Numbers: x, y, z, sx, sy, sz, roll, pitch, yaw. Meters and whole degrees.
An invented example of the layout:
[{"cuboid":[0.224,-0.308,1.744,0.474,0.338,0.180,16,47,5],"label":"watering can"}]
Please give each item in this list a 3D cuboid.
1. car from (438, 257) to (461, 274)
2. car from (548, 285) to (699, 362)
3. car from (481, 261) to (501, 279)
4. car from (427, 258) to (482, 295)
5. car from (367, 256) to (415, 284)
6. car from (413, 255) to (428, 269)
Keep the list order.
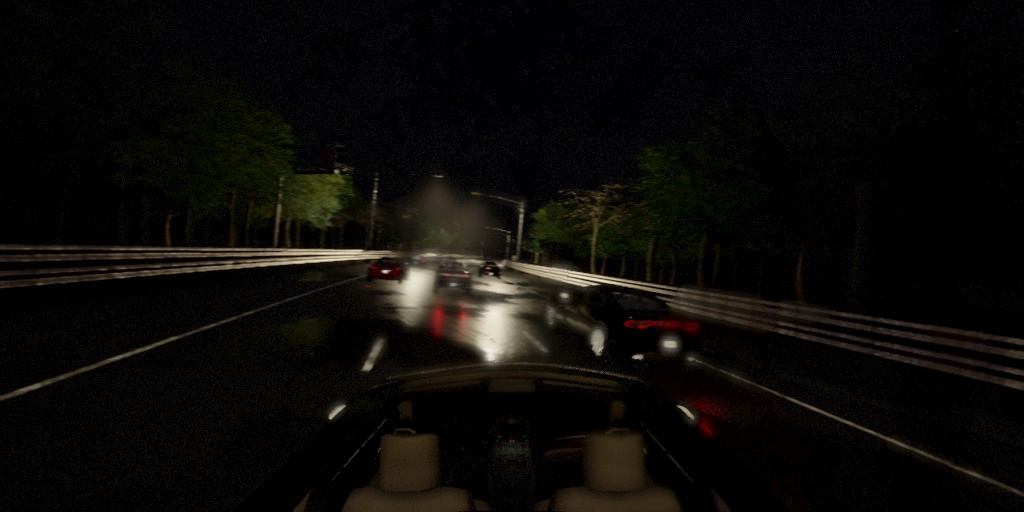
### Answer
[{"cuboid":[-6.307,0.928,36.674,2.033,1.411,5.357,5,0,-9],"label":"car"},{"cuboid":[2.452,1.483,9.197,1.882,1.535,5.008,5,0,-13],"label":"car"},{"cuboid":[-2.160,1.232,32.899,1.837,1.490,4.892,5,0,-9],"label":"car"},{"cuboid":[-3.085,1.055,18.478,2.128,1.511,4.902,5,0,-11],"label":"car"},{"cuboid":[-7.172,0.779,21.201,1.994,1.385,4.181,5,0,-11],"label":"car"},{"cuboid":[-10.099,0.618,38.610,1.994,1.385,4.181,5,0,-8],"label":"car"}]
